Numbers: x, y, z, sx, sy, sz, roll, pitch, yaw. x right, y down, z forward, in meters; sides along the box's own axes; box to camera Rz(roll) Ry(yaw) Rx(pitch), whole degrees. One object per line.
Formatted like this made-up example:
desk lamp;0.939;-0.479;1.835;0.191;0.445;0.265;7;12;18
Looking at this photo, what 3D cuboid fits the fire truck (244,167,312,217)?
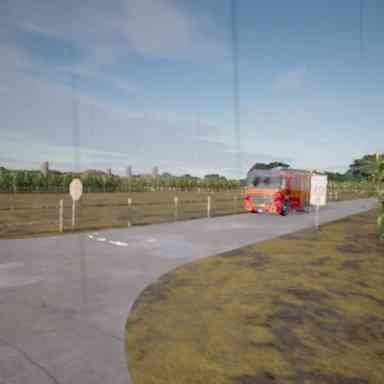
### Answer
fire truck;7.646;-0.077;28.282;2.891;3.827;8.468;3;2;36
